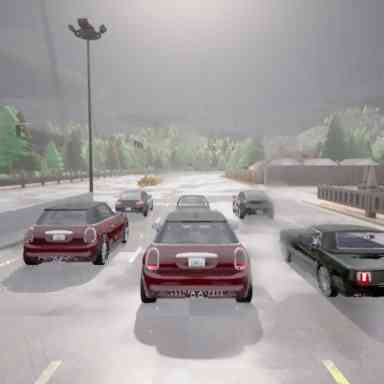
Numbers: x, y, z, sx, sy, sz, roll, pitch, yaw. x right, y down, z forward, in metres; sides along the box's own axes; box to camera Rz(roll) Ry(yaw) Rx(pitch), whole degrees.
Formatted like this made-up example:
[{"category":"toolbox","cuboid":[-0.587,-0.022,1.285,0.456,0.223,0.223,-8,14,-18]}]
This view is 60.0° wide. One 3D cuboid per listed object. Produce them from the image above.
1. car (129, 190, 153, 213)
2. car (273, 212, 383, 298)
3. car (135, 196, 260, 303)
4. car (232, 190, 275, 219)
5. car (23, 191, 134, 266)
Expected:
[{"category":"car","cuboid":[-3.480,0.609,20.409,1.812,1.442,4.674,0,4,0]},{"category":"car","cuboid":[3.580,1.432,8.072,1.895,1.301,4.718,0,2,0]},{"category":"car","cuboid":[0.077,1.184,8.012,2.097,1.767,4.553,0,2,0]},{"category":"car","cuboid":[3.520,0.646,19.630,1.837,1.490,4.892,0,4,0]},{"category":"car","cuboid":[-3.434,1.072,10.728,2.097,1.767,4.553,0,3,0]}]
